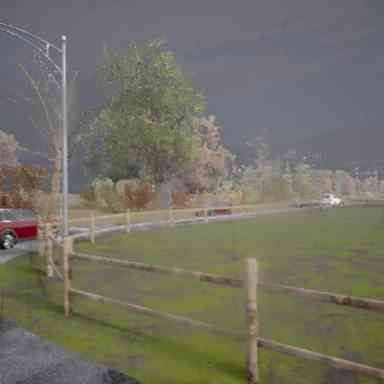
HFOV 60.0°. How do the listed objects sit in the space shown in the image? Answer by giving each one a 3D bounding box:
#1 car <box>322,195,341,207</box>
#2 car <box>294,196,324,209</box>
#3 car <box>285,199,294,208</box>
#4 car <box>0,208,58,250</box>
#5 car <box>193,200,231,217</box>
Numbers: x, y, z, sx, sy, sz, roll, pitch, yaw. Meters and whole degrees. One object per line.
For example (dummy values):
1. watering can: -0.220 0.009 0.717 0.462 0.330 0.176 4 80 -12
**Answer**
1. car: 23.465 1.450 56.519 2.150 2.045 5.566 -1 -1 39
2. car: 17.180 1.738 48.752 1.837 1.490 4.892 -1 -1 40
3. car: 16.117 1.803 51.916 1.812 1.442 4.674 -1 -1 40
4. car: -8.303 1.531 15.567 2.097 1.767 4.553 0 -1 11
5. car: 2.141 1.625 34.985 2.097 1.767 4.553 -1 -1 39
